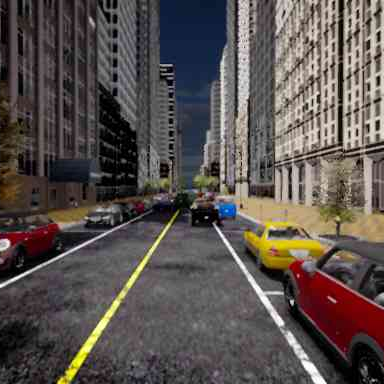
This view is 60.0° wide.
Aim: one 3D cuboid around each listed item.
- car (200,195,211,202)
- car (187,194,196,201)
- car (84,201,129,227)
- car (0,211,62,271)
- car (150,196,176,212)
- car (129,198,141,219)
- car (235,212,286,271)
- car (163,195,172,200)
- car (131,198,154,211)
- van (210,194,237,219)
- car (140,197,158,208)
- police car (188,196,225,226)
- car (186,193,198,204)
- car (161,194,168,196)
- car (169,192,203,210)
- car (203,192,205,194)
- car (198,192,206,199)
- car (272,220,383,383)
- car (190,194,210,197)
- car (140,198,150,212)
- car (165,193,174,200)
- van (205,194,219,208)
[{"bbox_3d":[2.653,1.290,67.280,2.008,1.369,4.403,-1,0,0],"label":"car"},{"bbox_3d":[-0.032,1.156,73.849,1.994,1.385,4.181,0,0,0],"label":"car"},{"bbox_3d":[-5.708,1.466,21.808,2.008,1.369,4.403,-1,0,0],"label":"car"},{"bbox_3d":[-5.704,1.399,10.441,1.967,1.590,4.097,-1,0,0],"label":"car"},{"bbox_3d":[-3.114,1.460,36.268,1.895,1.301,4.718,0,0,0],"label":"car"},{"bbox_3d":[-5.710,1.459,27.492,1.947,1.339,4.313,-1,0,0],"label":"car"},{"bbox_3d":[2.678,1.484,10.614,1.752,1.417,4.829,-1,0,0],"label":"car"},{"bbox_3d":[-5.732,1.277,78.644,1.802,1.307,4.206,-1,0,0],"label":"car"},{"bbox_3d":[-5.716,1.401,38.859,2.008,1.369,4.403,-1,0,0],"label":"car"},{"bbox_3d":[2.668,1.235,27.494,1.690,1.788,3.998,-1,0,0],"label":"van"},{"bbox_3d":[-5.717,1.410,44.543,1.802,1.307,4.206,-1,0,0],"label":"car"},{"bbox_3d":[0.889,1.336,22.950,1.930,1.638,5.238,0,0,0],"label":"police car"},{"bbox_3d":[-0.026,1.125,58.819,2.097,1.767,4.553,0,0,0],"label":"car"},{"bbox_3d":[-5.723,1.335,55.910,2.008,1.369,4.403,-1,0,0],"label":"car"},{"bbox_3d":[-0.160,1.069,39.223,2.150,2.045,5.566,-1,0,24],"label":"car"},{"bbox_3d":[2.663,1.165,38.862,2.192,1.841,5.009,-1,0,0],"label":"car"},{"bbox_3d":[2.641,0.965,90.014,2.192,1.841,5.009,-1,0,0],"label":"car"},{"bbox_3d":[2.679,1.421,4.761,1.967,1.590,4.097,-1,0,0],"label":"car"},{"bbox_3d":[0.885,1.328,33.030,1.801,1.575,5.366,0,0,0],"label":"car"},{"bbox_3d":[-5.712,1.416,33.175,1.887,1.381,4.507,-1,0,0],"label":"car"},{"bbox_3d":[-5.736,1.113,84.327,1.967,1.590,4.097,-1,0,0],"label":"car"},{"bbox_3d":[2.661,1.169,44.545,1.690,1.788,3.998,-1,0,0],"label":"van"}]
